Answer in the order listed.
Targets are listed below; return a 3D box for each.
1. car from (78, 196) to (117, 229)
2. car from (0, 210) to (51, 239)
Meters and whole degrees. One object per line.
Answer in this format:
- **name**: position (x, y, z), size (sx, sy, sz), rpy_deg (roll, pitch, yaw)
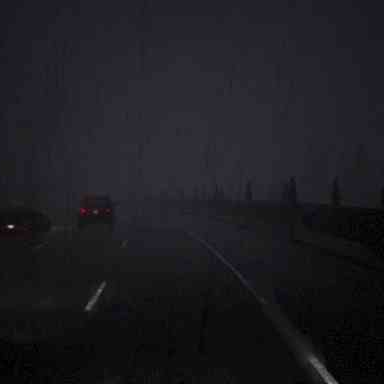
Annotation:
- **car**: position (-6.248, 1.275, 22.122), size (2.150, 2.045, 5.566), rpy_deg (0, 0, -13)
- **car**: position (-8.912, 1.618, 17.687), size (1.994, 1.385, 4.181), rpy_deg (0, 0, -11)
